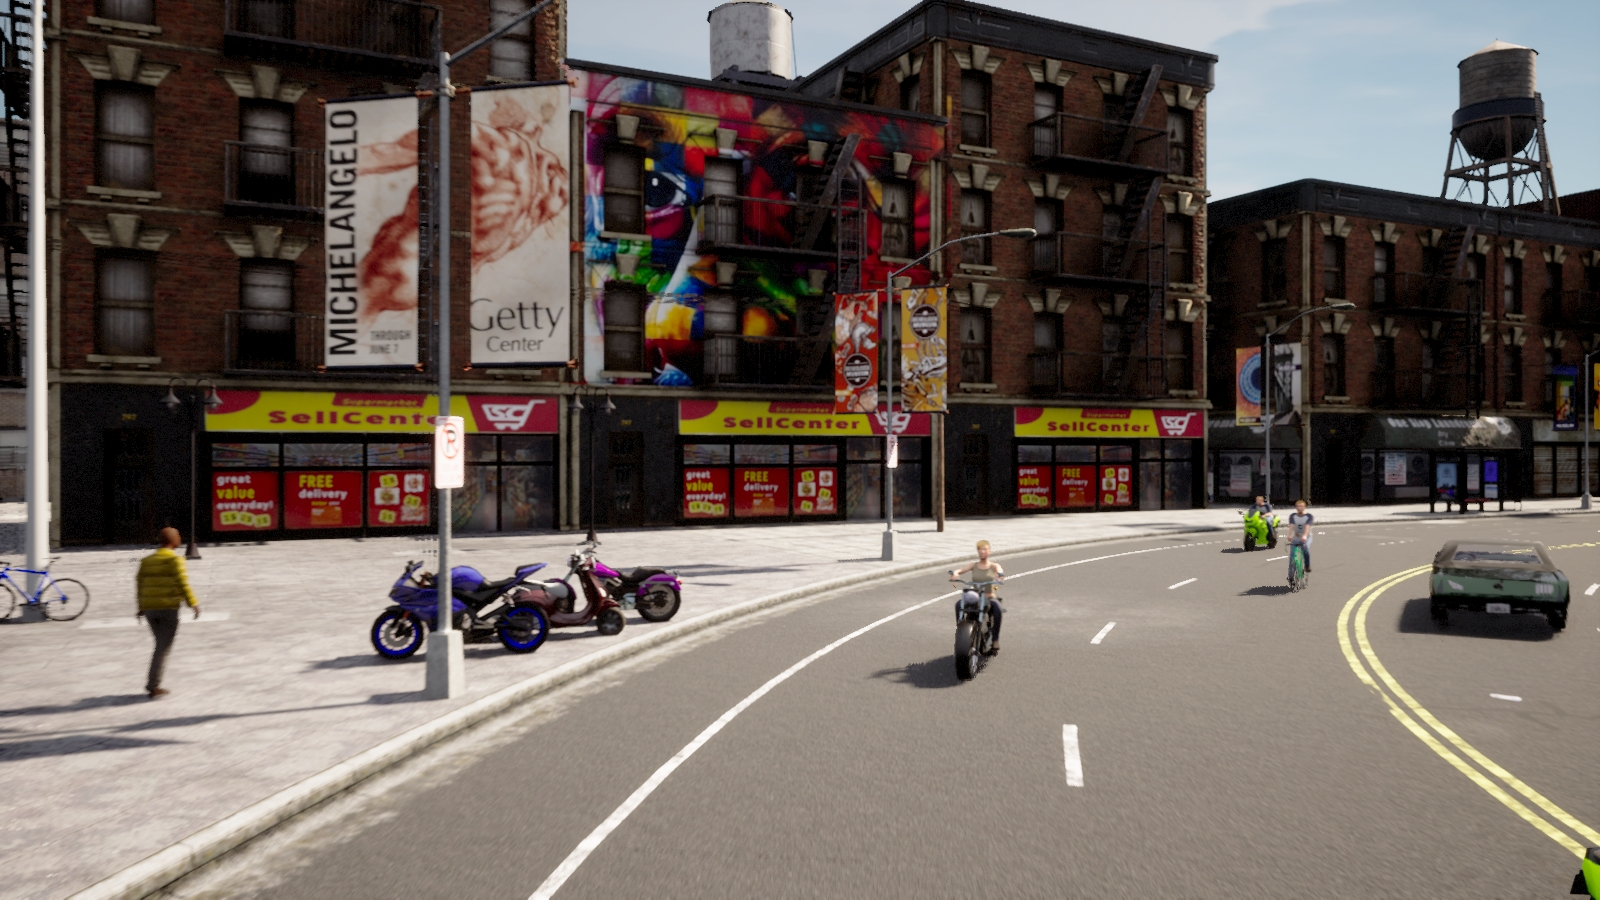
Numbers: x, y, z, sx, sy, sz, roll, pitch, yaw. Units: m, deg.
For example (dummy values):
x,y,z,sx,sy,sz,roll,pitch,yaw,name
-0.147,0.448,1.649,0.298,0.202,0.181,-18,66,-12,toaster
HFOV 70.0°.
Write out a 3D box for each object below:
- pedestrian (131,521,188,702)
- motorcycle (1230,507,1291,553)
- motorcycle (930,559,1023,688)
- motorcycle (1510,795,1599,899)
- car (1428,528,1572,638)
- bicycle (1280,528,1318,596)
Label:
x,y,z,sx,sy,sz,roll,pitch,yaw,name
-6.788,1.695,12.112,0.375,1.860,0.375,0,0,8,pedestrian
12.893,2.215,31.967,2.033,1.145,0.803,0,1,-44,motorcycle
2.309,2.170,14.721,0.764,1.277,2.356,0,0,19,motorcycle
3.657,2.214,4.371,0.803,1.145,2.033,0,0,6,motorcycle
11.873,2.157,19.593,1.895,1.301,4.718,0,0,29,car
9.926,2.208,22.718,0.373,1.196,1.643,0,0,35,bicycle
